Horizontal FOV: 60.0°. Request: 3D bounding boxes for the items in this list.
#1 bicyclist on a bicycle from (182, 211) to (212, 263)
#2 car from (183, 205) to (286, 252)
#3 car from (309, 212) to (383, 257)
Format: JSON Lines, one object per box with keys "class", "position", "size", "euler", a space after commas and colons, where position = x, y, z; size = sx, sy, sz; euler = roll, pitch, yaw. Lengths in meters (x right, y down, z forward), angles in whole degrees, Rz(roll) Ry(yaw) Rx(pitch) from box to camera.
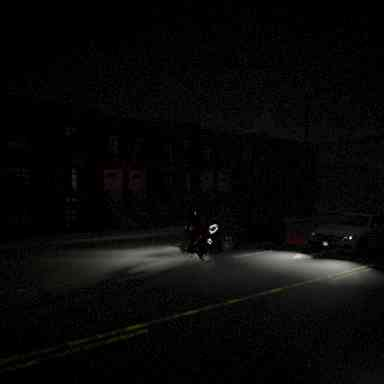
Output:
{"class": "bicyclist on a bicycle", "position": [0.128, 1.455, 10.865], "size": [0.582, 1.620, 1.656], "euler": [0, -2, -36]}
{"class": "car", "position": [1.831, 1.352, 13.954], "size": [4.553, 1.767, 2.097], "euler": [0, 0, -36]}
{"class": "car", "position": [6.517, 1.526, 13.011], "size": [4.674, 1.442, 1.812], "euler": [0, 0, -37]}
